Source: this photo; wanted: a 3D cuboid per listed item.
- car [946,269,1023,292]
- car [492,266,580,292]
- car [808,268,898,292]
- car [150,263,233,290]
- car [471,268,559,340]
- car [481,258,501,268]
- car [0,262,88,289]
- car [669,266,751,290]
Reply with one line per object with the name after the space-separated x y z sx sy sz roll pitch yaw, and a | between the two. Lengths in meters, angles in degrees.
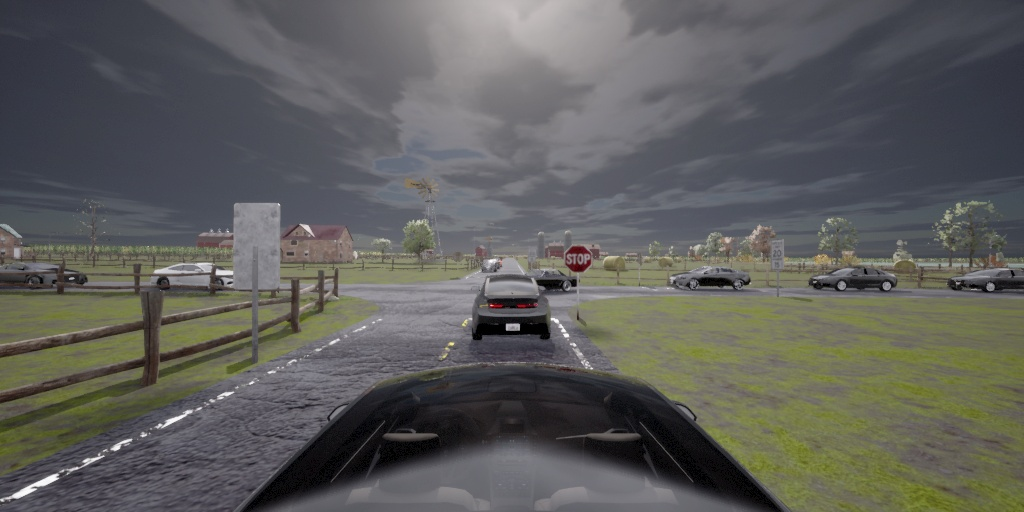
31.692 1.587 23.575 4.892 1.490 1.837 1 -1 -1 | car
1.491 1.369 20.039 4.718 1.301 1.895 1 0 -35 | car
22.189 1.499 23.449 4.892 1.490 1.837 1 -1 -1 | car
-17.252 1.104 19.939 4.674 1.442 1.812 1 -1 -1 | car
-0.078 1.256 9.992 1.837 1.490 4.892 0 0 -2 | car
-2.875 1.242 46.086 2.128 1.511 4.902 0 0 0 | car
-26.372 1.048 19.813 4.181 1.385 1.994 1 -1 -1 | car
12.788 1.397 23.273 4.902 1.511 2.128 1 -1 -2 | car
